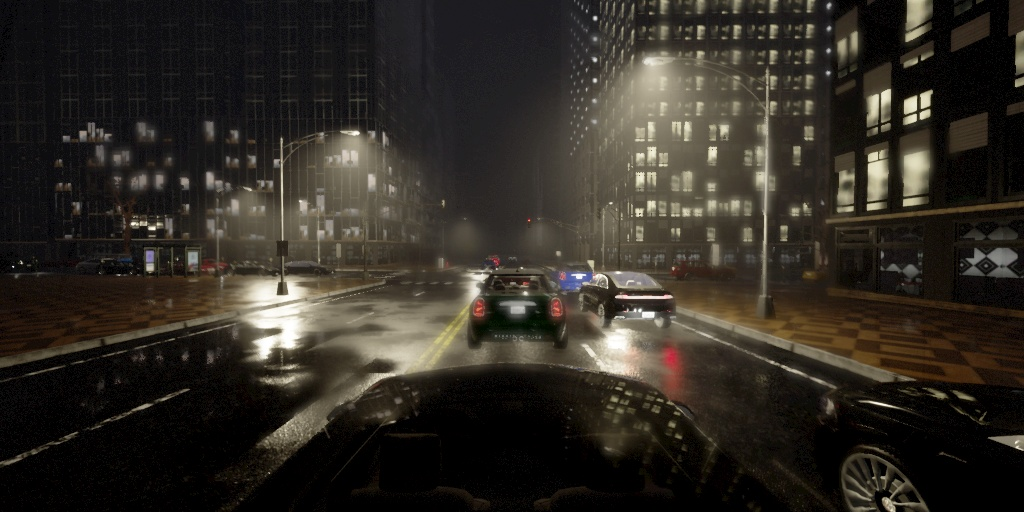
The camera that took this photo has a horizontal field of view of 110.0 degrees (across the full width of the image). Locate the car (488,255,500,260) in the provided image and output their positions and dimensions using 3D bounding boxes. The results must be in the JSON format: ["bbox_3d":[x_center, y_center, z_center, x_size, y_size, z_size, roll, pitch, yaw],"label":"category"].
[{"bbox_3d":[-3.246,0.925,61.025,2.150,2.045,5.566,0,0,0],"label":"car"}]

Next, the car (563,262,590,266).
[{"bbox_3d":[3.376,1.092,20.115,2.097,1.767,4.553,0,0,0],"label":"car"}]

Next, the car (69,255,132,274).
[{"bbox_3d":[-38.922,0.942,34.410,4.674,1.442,1.812,1,1,2],"label":"car"}]

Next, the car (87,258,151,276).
[{"bbox_3d":[-34.054,1.069,31.668,4.313,1.339,1.948,0,0,1],"label":"car"}]

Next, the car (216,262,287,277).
[{"bbox_3d":[-22.690,1.173,31.345,4.313,1.339,1.948,0,0,1],"label":"car"}]

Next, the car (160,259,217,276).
[{"bbox_3d":[-28.374,1.138,31.486,4.207,1.307,1.802,0,0,1],"label":"car"}]

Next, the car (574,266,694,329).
[{"bbox_3d":[3.364,1.237,11.273,2.128,1.511,4.902,0,0,0],"label":"car"}]

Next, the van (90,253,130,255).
[{"bbox_3d":[-45.233,0.604,40.344,3.998,1.789,1.690,0,0,1],"label":"van"}]

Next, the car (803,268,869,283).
[{"bbox_3d":[27.682,1.579,30.550,4.829,1.417,1.751,0,0,1],"label":"car"}]

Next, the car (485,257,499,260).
[{"bbox_3d":[-3.277,1.241,50.801,1.812,1.442,4.674,0,0,0],"label":"car"}]

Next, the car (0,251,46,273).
[{"bbox_3d":[-49.577,0.538,34.683,5.566,2.045,2.150,1,1,-1],"label":"car"}]

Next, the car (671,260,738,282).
[{"bbox_3d":[16.234,1.269,30.763,5.009,1.841,2.192,0,0,1],"label":"car"}]

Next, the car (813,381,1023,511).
[{"bbox_3d":[3.344,1.242,0.881,2.128,1.511,4.902,0,0,0],"label":"car"}]

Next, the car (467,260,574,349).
[{"bbox_3d":[0.111,1.099,9.300,2.097,1.767,4.553,0,0,0],"label":"car"}]

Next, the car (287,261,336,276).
[{"bbox_3d":[-19.662,1.139,33.972,5.357,1.411,2.033,0,1,0],"label":"car"}]
